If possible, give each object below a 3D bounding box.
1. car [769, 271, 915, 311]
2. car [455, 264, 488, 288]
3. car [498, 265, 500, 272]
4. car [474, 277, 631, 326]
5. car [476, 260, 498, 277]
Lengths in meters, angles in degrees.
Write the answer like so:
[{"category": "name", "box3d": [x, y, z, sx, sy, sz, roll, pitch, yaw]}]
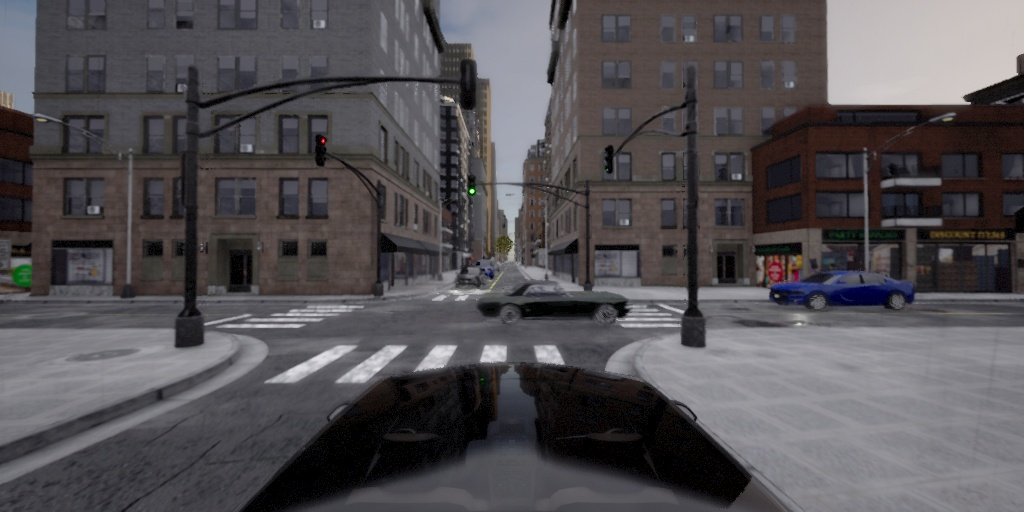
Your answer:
[{"category": "car", "box3d": [13.389, 1.372, 14.744, 5.008, 1.535, 1.882, 0, -1, 0]}, {"category": "car", "box3d": [-3.100, 1.574, 27.117, 1.837, 1.490, 4.892, 0, -1, 1]}, {"category": "car", "box3d": [-3.030, 1.986, 60.438, 2.128, 1.511, 4.902, 0, -1, 0]}, {"category": "car", "box3d": [1.295, 1.469, 11.625, 4.718, 1.301, 1.895, 0, -1, 0]}, {"category": "car", "box3d": [-3.102, 1.445, 40.005, 2.150, 2.045, 5.566, 0, 0, 0]}]
